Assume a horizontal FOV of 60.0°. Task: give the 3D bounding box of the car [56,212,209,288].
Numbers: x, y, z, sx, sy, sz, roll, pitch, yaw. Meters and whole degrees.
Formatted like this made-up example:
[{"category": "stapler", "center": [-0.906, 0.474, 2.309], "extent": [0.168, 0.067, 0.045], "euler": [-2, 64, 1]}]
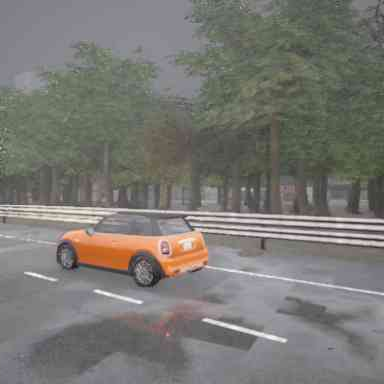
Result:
[{"category": "car", "center": [-1.838, 1.359, 9.483], "extent": [4.553, 1.767, 2.097], "euler": [0, 0, 36]}]
